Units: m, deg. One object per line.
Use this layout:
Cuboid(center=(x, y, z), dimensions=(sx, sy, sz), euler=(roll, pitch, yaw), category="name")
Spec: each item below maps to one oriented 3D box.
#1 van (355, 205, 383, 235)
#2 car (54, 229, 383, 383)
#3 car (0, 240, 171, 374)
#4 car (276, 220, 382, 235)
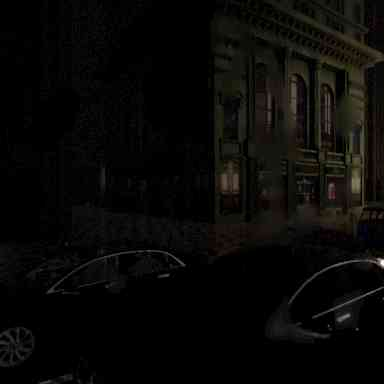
Cuboid(center=(7.578, 1.342, 12.084), dimensions=(3.998, 1.788, 1.690), euler=(0, 0, -36), category="van")
Cuboid(center=(1.102, 1.505, 4.170), dimensions=(4.892, 1.490, 1.837), euler=(0, 0, -36), category="car")
Cuboid(center=(-1.590, 1.551, 5.522), dimensions=(4.403, 1.369, 2.008), euler=(0, 0, -36), category="car")
Cuboid(center=(2.995, 1.582, 8.803), dimensions=(4.206, 1.307, 1.802), euler=(0, 0, -36), category="car")
